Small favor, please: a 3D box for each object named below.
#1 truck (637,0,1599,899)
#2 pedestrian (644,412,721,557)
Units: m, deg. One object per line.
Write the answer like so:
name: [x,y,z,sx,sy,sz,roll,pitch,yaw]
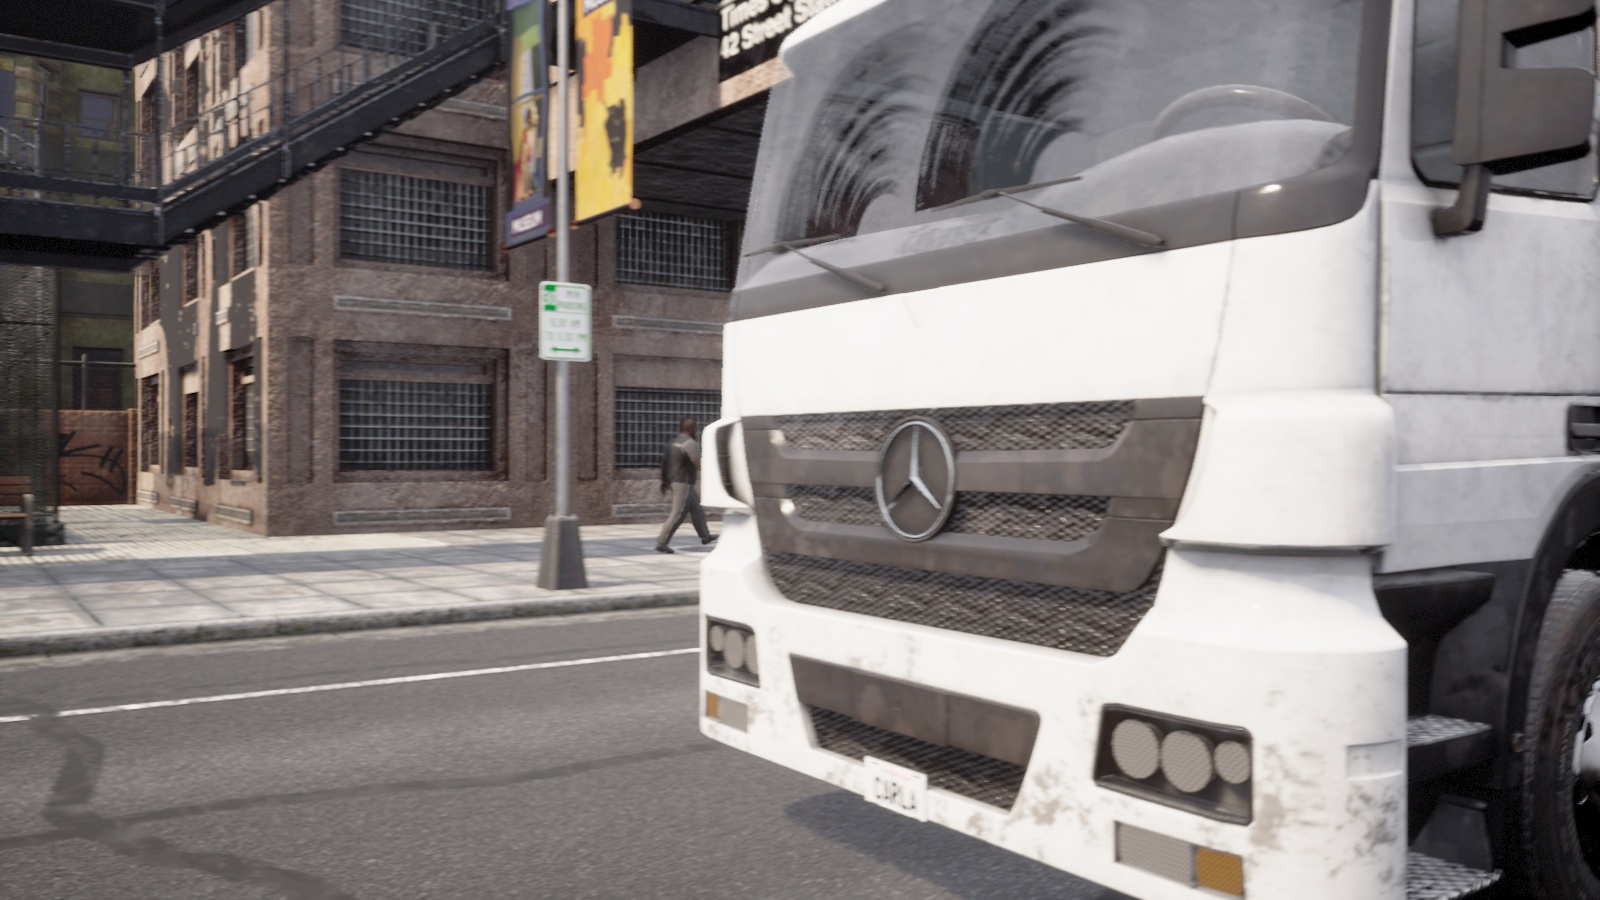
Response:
truck: [3.445,-0.230,6.029,7.936,3.462,2.891,0,0,-34]
pedestrian: [-1.560,0.445,16.715,0.849,1.883,0.563,0,0,-32]
